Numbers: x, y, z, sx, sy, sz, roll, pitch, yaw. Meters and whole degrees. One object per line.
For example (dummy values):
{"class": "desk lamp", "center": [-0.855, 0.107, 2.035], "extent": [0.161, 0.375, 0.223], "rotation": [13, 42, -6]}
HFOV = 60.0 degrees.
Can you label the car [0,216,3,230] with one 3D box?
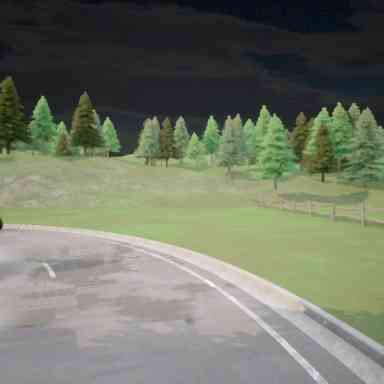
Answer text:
{"class": "car", "center": [-12.665, 1.547, 18.591], "extent": [4.181, 1.385, 1.994], "rotation": [0, 0, 23]}
